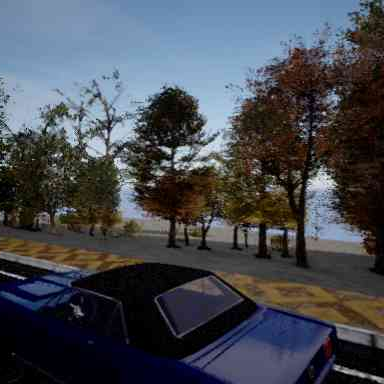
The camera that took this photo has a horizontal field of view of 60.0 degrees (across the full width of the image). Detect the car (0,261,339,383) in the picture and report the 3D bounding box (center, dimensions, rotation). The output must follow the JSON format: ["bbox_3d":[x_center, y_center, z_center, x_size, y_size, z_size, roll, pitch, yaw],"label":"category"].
[{"bbox_3d":[-0.862,1.595,4.175,4.718,1.301,1.895,0,0,35],"label":"car"}]
